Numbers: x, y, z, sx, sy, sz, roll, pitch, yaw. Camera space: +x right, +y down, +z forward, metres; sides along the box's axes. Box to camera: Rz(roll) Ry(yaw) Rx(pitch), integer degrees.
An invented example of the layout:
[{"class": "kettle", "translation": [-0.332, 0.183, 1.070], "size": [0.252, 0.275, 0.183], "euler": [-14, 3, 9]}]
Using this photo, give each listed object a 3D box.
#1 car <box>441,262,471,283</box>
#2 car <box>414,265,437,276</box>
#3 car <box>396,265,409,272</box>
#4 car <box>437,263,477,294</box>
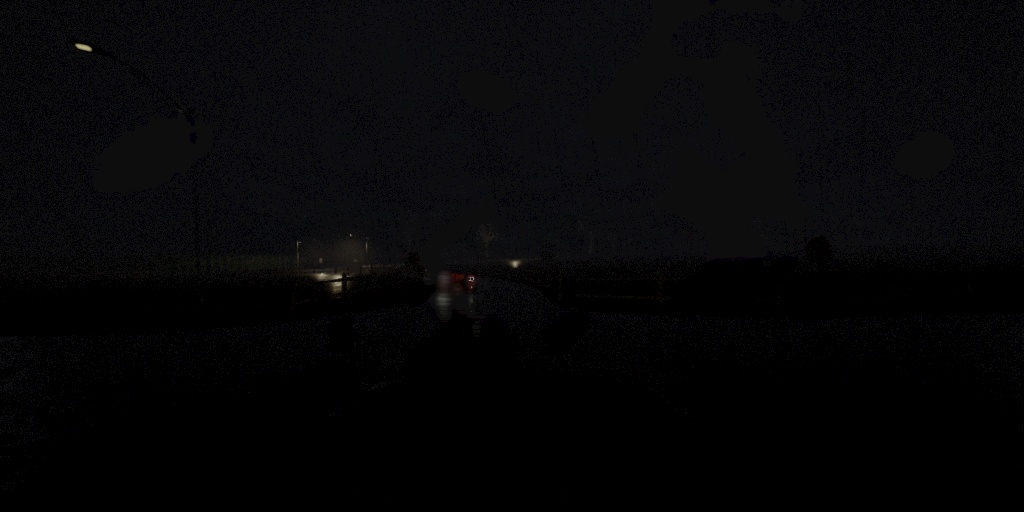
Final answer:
[{"class": "car", "translation": [-5.440, 1.510, 34.486], "size": [2.097, 1.767, 4.553], "euler": [0, -1, -18]}, {"class": "car", "translation": [-11.066, 1.887, 47.160], "size": [1.837, 1.490, 4.892], "euler": [0, -1, -32]}, {"class": "car", "translation": [-17.780, 2.206, 60.053], "size": [4.181, 1.385, 1.994], "euler": [-2, -1, 42]}, {"class": "car", "translation": [-3.282, 1.353, 22.618], "size": [2.097, 1.767, 4.553], "euler": [0, -1, -5]}]
